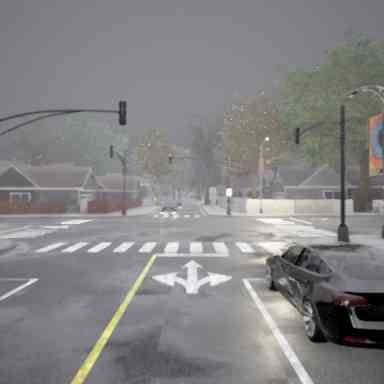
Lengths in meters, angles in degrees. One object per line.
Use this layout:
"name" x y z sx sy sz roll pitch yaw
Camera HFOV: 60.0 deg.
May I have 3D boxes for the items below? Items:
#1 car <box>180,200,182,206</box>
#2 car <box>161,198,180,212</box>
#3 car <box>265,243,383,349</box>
"car" -3.004 1.972 64.302 1.882 1.535 5.008 0 -1 0
"car" -3.054 1.841 44.817 1.837 1.490 4.892 0 0 0
"car" 2.643 1.611 6.336 1.947 1.339 4.313 0 0 0
